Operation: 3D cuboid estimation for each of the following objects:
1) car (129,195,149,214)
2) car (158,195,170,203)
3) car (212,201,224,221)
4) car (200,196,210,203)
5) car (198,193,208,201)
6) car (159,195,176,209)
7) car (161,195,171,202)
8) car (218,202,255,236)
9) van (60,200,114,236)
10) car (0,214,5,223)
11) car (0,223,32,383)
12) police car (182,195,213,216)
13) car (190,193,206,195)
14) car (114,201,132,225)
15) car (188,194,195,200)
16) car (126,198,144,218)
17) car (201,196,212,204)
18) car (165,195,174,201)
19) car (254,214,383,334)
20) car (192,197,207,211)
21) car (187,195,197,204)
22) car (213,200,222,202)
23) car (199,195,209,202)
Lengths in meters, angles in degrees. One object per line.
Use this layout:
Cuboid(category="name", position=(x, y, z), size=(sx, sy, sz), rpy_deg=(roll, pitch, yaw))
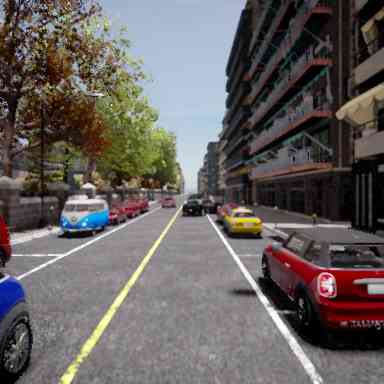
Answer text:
Cuboid(category="car", position=(-5.721, 1.281, 34.908), size=(2.192, 1.841, 5.009), rpy_deg=(0, 0, 0))
Cuboid(category="car", position=(-5.752, 1.399, 68.689), size=(1.967, 1.590, 4.097), rpy_deg=(0, 0, 0))
Cuboid(category="car", position=(2.670, 1.556, 23.654), size=(1.802, 1.307, 4.206), rpy_deg=(0, 0, 0))
Cuboid(category="car", position=(2.629, 1.505, 68.697), size=(1.887, 1.381, 4.507), rpy_deg=(0, 0, 0))
Cuboid(category="car", position=(2.618, 1.278, 79.956), size=(2.192, 1.841, 5.009), rpy_deg=(0, 0, 0))
Cuboid(category="car", position=(-3.128, 1.486, 45.627), size=(1.812, 1.442, 4.674), rpy_deg=(0, 0, 0))
Cuboid(category="car", position=(-5.757, 1.401, 74.318), size=(1.967, 1.590, 4.097), rpy_deg=(0, 0, 0))
Cuboid(category="car", position=(2.675, 1.504, 18.193), size=(1.752, 1.417, 4.829), rpy_deg=(0, 0, 0))
Cuboid(category="van", position=(-5.705, 1.319, 18.015), size=(1.690, 1.788, 3.998), rpy_deg=(0, 0, 0))
Cuboid(category="car", position=(-5.695, 1.305, 6.755), size=(2.192, 1.841, 5.009), rpy_deg=(0, 0, 0))
Cuboid(category="car", position=(-3.101, 1.348, 2.363), size=(2.097, 1.767, 4.553), rpy_deg=(0, 0, 0))
Cuboid(category="police car", position=(0.416, 1.393, 31.971), size=(1.930, 1.638, 5.238), rpy_deg=(0, 0, 12))
Cuboid(category="car", position=(0.859, 1.185, 47.704), size=(2.150, 2.045, 5.566), rpy_deg=(0, 0, 0))
Cuboid(category="car", position=(-5.711, 1.555, 23.646), size=(1.802, 1.307, 4.206), rpy_deg=(0, 0, 0))
Cuboid(category="car", position=(-0.075, 1.304, 86.591), size=(1.812, 1.442, 4.674), rpy_deg=(0, 0, 0))
Cuboid(category="car", position=(-5.716, 1.514, 29.276), size=(1.887, 1.381, 4.507), rpy_deg=(0, 0, 0))
Cuboid(category="car", position=(2.635, 1.503, 63.066), size=(1.887, 1.381, 4.507), rpy_deg=(0, 0, 0))
Cuboid(category="car", position=(-5.766, 1.515, 85.579), size=(2.008, 1.369, 4.403), rpy_deg=(0, 0, 0))
Cuboid(category="car", position=(2.685, 1.431, 6.762), size=(1.967, 1.590, 4.097), rpy_deg=(0, 0, 0))
Cuboid(category="car", position=(0.864, 1.468, 41.674), size=(1.837, 1.490, 4.892), rpy_deg=(0, 0, 0))
Cuboid(category="car", position=(-0.057, 1.442, 66.245), size=(1.882, 1.535, 5.008), rpy_deg=(0, 0, 0))
Cuboid(category="car", position=(2.659, 1.532, 34.916), size=(1.947, 1.339, 4.313), rpy_deg=(0, 0, 0))
Cuboid(category="car", position=(2.624, 1.402, 74.326), size=(1.967, 1.590, 4.097), rpy_deg=(0, 0, 0))
